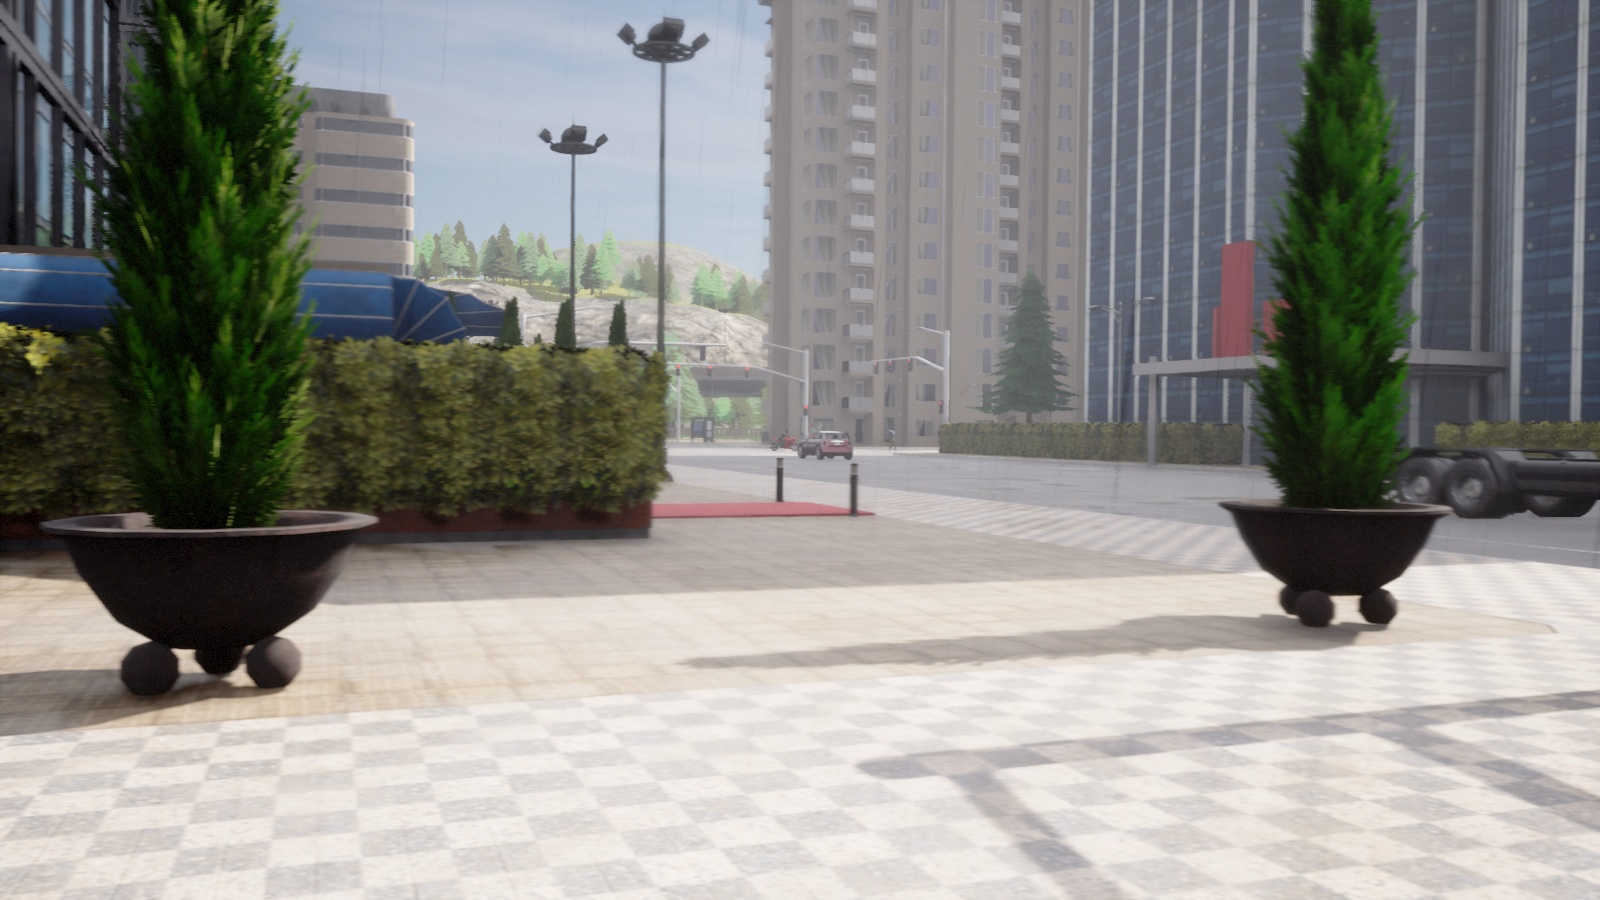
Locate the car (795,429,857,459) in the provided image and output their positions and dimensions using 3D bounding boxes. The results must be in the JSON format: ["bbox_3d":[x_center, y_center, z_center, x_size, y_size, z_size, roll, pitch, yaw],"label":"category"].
[{"bbox_3d":[1.341,-0.323,65.879,1.970,1.475,3.806,-1,1,-21],"label":"car"}]

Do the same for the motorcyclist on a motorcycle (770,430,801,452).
[{"bbox_3d":[-1.015,-0.645,88.237,2.044,1.523,0.797,0,1,5],"label":"motorcyclist on a motorcycle"}]

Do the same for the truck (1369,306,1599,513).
[{"bbox_3d":[14.391,-0.705,22.449,2.891,3.462,7.936,-1,1,-21],"label":"truck"}]
